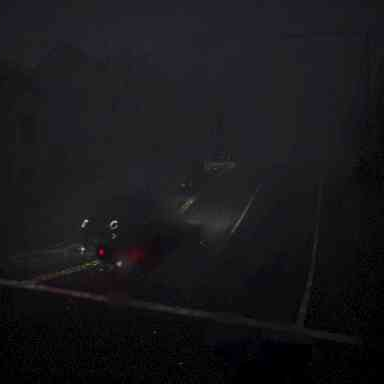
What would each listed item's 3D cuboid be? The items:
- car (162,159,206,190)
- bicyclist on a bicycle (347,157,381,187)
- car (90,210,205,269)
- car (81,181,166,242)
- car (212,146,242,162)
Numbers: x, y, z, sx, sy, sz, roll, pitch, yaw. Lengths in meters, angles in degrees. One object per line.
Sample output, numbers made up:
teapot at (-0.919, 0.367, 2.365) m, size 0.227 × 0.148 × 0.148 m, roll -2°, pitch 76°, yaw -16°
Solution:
car at (-0.479, -1.375, 23.216) m, size 1.837 × 1.490 × 4.892 m, roll 0°, pitch 18°, yaw 22°
bicyclist on a bicycle at (9.058, -1.031, 17.531) m, size 1.656 × 1.620 × 0.582 m, roll 2°, pitch 16°, yaw 27°
car at (-1.260, 1.740, 12.348) m, size 1.895 × 1.301 × 4.718 m, roll 1°, pitch 6°, yaw 27°
car at (-3.384, 0.959, 16.294) m, size 2.097 × 1.767 × 4.553 m, roll 0°, pitch 14°, yaw 23°
car at (3.442, -3.725, 32.330) m, size 1.994 × 1.385 × 4.181 m, roll 0°, pitch 9°, yaw 24°
